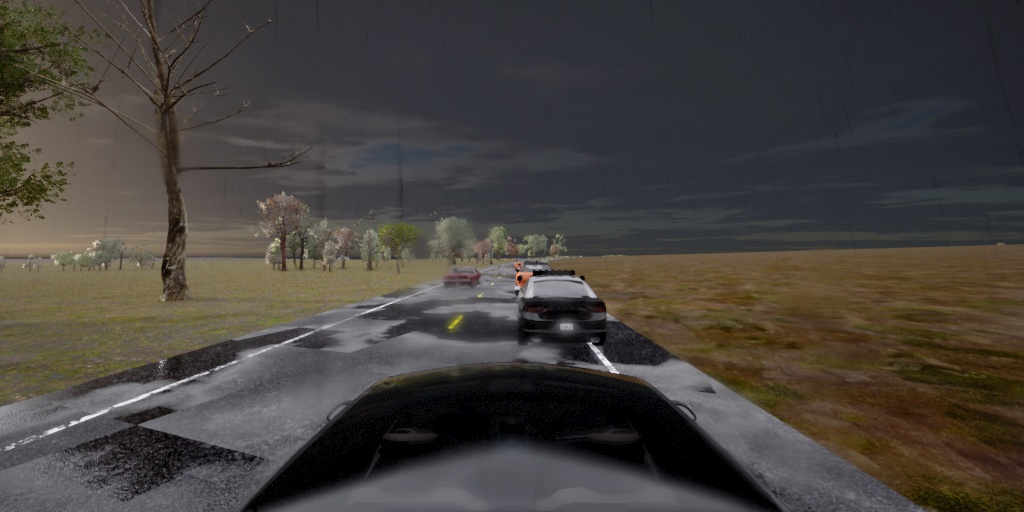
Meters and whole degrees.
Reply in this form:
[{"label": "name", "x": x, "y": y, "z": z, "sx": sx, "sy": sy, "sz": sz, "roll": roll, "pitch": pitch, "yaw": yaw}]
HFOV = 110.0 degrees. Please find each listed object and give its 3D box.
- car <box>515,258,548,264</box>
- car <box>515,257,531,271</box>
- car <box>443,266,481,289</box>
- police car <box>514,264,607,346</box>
[{"label": "car", "x": 1.254, "y": 1.102, "z": 19.397, "sx": 2.097, "sy": 1.767, "sz": 4.553, "roll": 0, "pitch": 0, "yaw": 1}, {"label": "car", "x": 1.559, "y": 1.093, "z": 50.712, "sx": 2.097, "sy": 1.767, "sz": 4.553, "roll": 0, "pitch": 0, "yaw": 4}, {"label": "car", "x": -3.168, "y": 1.352, "z": 23.414, "sx": 1.895, "sy": 1.301, "sz": 4.718, "roll": 0, "pitch": 0, "yaw": 2}, {"label": "police car", "x": 1.093, "y": 1.176, "z": 9.572, "sx": 1.930, "sy": 1.638, "sz": 5.238, "roll": 0, "pitch": 0, "yaw": 1}]
